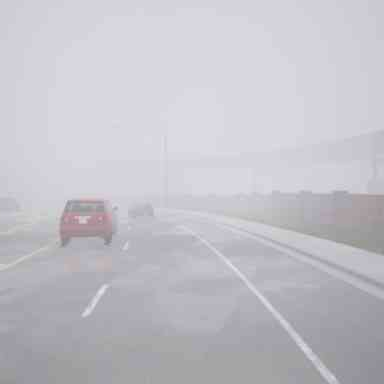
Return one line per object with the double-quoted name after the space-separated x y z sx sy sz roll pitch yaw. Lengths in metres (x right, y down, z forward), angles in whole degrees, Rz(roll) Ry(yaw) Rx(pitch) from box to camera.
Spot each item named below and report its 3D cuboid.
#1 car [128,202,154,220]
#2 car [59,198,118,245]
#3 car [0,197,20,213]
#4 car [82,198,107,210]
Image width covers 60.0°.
-4.658 1.625 30.075 2.128 1.511 4.902 0 0 -18 "car"
-4.912 1.309 16.282 2.150 2.045 5.566 0 0 -10 "car"
-24.905 1.666 44.787 2.150 2.045 5.566 -1 0 -41 "car"
-14.356 1.727 48.830 1.801 1.575 5.366 -1 0 -36 "car"
